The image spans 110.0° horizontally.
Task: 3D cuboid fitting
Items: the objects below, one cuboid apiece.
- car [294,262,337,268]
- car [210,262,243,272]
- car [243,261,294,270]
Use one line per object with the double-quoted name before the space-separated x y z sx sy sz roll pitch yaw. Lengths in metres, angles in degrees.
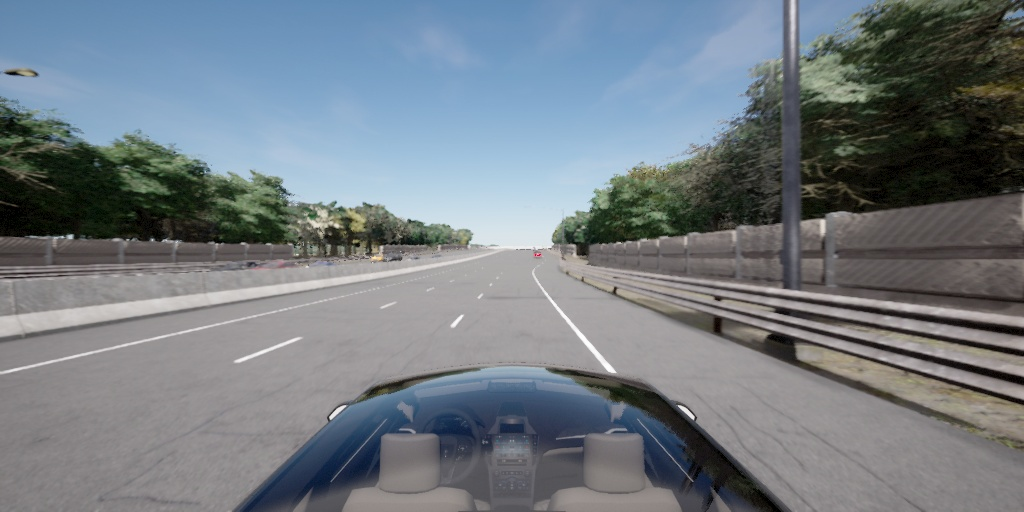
"car" -17.155 1.290 32.488 1.812 1.442 4.674 0 0 2
"car" -24.182 1.267 31.766 1.837 1.490 4.892 0 0 2
"car" -20.680 1.244 31.628 1.882 1.535 5.008 0 0 2
